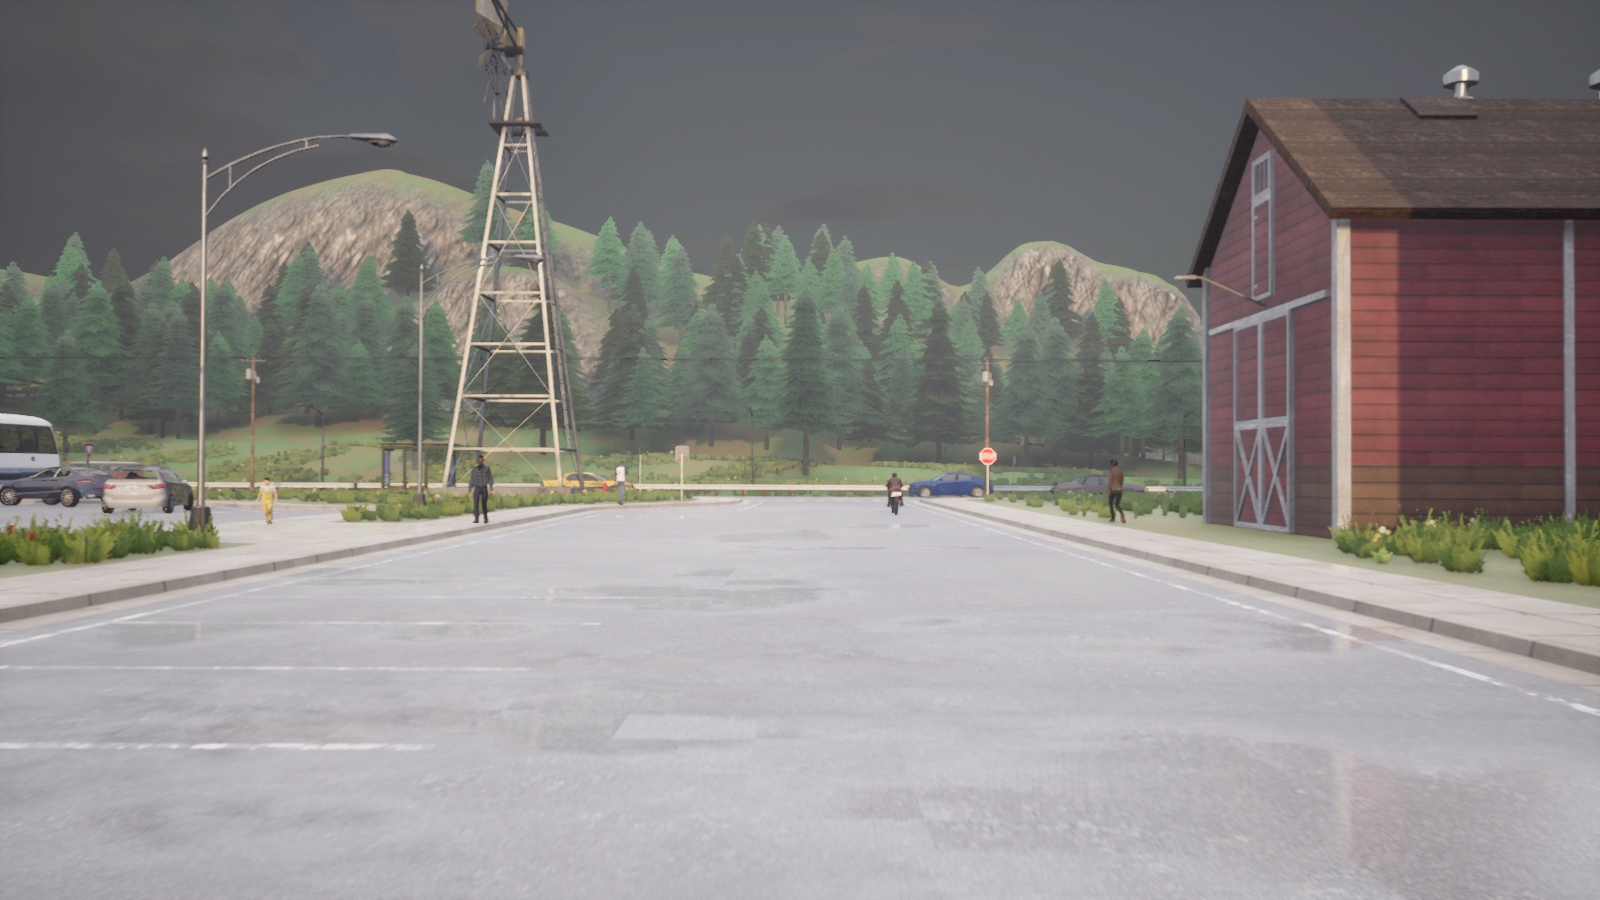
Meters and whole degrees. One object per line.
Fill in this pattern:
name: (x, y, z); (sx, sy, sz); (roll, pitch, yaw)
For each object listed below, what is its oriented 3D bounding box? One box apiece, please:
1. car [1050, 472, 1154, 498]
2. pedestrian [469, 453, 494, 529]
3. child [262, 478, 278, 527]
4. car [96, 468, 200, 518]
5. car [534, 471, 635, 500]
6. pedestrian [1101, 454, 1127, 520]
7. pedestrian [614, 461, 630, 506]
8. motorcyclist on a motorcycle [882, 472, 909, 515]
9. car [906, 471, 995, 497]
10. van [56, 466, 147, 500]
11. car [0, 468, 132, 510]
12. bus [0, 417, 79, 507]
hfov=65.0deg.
car: (16.893, 1.975, 70.528); (5.357, 1.411, 2.033); (0, -1, 1)
pedestrian: (-8.271, 1.049, 32.616); (0.423, 1.949, 0.788); (0, -1, 1)
child: (-13.597, 1.344, 32.245); (0.270, 1.263, 0.437); (0, -1, -7)
car: (-23.170, 1.502, 44.816); (2.242, 1.667, 4.611); (0, -1, -14)
car: (-12.135, 1.990, 70.970); (5.366, 1.575, 1.801); (0, -1, 1)
pedestrian: (8.735, 1.017, 34.945); (0.328, 1.805, 0.869); (0, -1, -13)
pedestrian: (-7.251, 1.355, 51.129); (0.354, 1.836, 0.706); (-1, -1, 20)
motorcyclist on a motorcycle: (3.393, 1.536, 44.964); (0.797, 1.523, 2.044); (0, -1, 0)
car: (8.844, 1.998, 74.121); (5.008, 1.535, 1.882); (0, -1, 0)
van: (-41.639, 1.988, 74.922); (4.442, 1.987, 1.775); (0, -1, 1)
car: (-30.340, 1.582, 51.788); (5.027, 1.651, 2.152); (-1, -1, 21)
bus: (-39.656, 0.613, 60.691); (3.944, 4.253, 10.273); (0, -1, -1)
